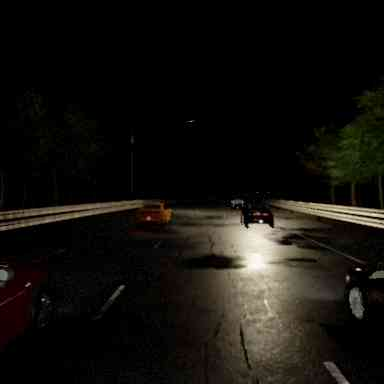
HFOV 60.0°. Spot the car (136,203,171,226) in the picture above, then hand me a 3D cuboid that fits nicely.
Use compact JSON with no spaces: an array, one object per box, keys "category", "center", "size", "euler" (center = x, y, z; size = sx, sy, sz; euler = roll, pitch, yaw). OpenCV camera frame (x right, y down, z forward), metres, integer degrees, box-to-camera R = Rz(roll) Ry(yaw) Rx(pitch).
[{"category":"car","center":[-2.603,1.530,23.587],"size":[1.882,1.535,5.008],"euler":[0,0,3]}]

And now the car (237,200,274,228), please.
[{"category":"car","center":[4.355,1.554,22.701],"size":[1.837,1.490,4.892],"euler":[0,0,3]}]

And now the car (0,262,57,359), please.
[{"category":"car","center":[-3.331,1.343,3.783],"size":[2.097,1.767,4.553],"euler":[0,0,0]}]

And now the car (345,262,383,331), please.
[{"category":"car","center":[3.670,1.498,4.129],"size":[1.837,1.490,4.892],"euler":[0,0,1]}]

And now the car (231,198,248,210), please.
[{"category":"car","center":[6.152,1.779,44.759],"size":[1.895,1.301,4.718],"euler":[0,0,7]}]

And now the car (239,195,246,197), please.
[{"category":"car","center":[9.193,1.919,66.047],"size":[1.882,1.535,5.008],"euler":[0,-1,10]}]

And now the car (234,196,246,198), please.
[{"category":"car","center":[7.528,1.832,55.411],"size":[2.033,1.411,5.357],"euler":[0,-1,8]}]

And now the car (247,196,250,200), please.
[{"category":"car","center":[13.376,2.247,87.184],"size":[2.128,1.511,4.902],"euler":[0,-1,13]}]
